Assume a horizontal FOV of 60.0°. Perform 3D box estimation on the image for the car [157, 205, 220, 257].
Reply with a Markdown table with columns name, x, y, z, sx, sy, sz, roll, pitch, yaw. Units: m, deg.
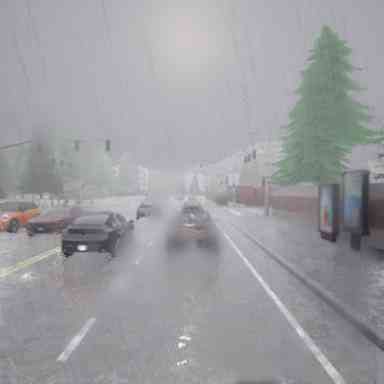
| name | x | y | z | sx | sy | sz | roll | pitch | yaw |
| --- | --- | --- | --- | --- | --- | --- | --- | --- | --- |
| car | 0.047 | 1.492 | 12.932 | 2.128 | 1.511 | 4.902 | 0 | 0 | 1 |

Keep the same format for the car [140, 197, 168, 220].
| name | x | y | z | sx | sy | sz | roll | pitch | yaw |
| --- | --- | --- | --- | --- | --- | --- | --- | --- | --- |
| car | -3.447 | 1.487 | 27.916 | 2.128 | 1.511 | 4.902 | 0 | 0 | 1 |

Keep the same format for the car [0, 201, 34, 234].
| name | x | y | z | sx | sy | sz | roll | pitch | yaw |
| --- | --- | --- | --- | --- | --- | --- | --- | --- | --- |
| car | -10.536 | 1.351 | 19.303 | 2.097 | 1.767 | 4.553 | 0 | 0 | 1 |

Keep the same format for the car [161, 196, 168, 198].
| name | x | y | z | sx | sy | sz | roll | pitch | yaw |
| --- | --- | --- | --- | --- | --- | --- | --- | --- | --- |
| car | -6.975 | 1.593 | 82.565 | 1.895 | 1.301 | 4.718 | 0 | 0 | 0 |

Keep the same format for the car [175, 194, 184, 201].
| name | x | y | z | sx | sy | sz | roll | pitch | yaw |
| --- | --- | --- | --- | --- | --- | --- | --- | --- | --- |
| car | -3.473 | 1.536 | 88.633 | 2.033 | 1.411 | 5.357 | 0 | 0 | 0 |

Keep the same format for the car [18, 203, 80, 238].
| name | x | y | z | sx | sy | sz | roll | pitch | yaw |
| --- | --- | --- | --- | --- | --- | --- | --- | --- | --- |
| car | -7.047 | 1.477 | 18.020 | 1.882 | 1.535 | 5.008 | 0 | 0 | 1 |

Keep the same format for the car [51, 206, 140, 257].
| name | x | y | z | sx | sy | sz | roll | pitch | yaw |
| --- | --- | --- | --- | --- | --- | --- | --- | --- | --- |
| car | -3.452 | 1.506 | 12.960 | 1.837 | 1.490 | 4.892 | 0 | 0 | 1 |

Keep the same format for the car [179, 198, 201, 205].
| name | x | y | z | sx | sy | sz | roll | pitch | yaw |
| --- | --- | --- | --- | --- | --- | --- | --- | --- | --- |
| car | 0.053 | 1.504 | 27.953 | 1.837 | 1.490 | 4.892 | 0 | 0 | 1 |

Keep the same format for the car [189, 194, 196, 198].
| name | x | y | z | sx | sy | sz | roll | pitch | yaw |
| --- | --- | --- | --- | --- | --- | --- | --- | --- | --- |
| car | 0.027 | 1.547 | 88.895 | 1.994 | 1.385 | 4.181 | 0 | 0 | 0 |

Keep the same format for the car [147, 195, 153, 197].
| name | x | y | z | sx | sy | sz | roll | pitch | yaw |
| --- | --- | --- | --- | --- | --- | --- | --- | --- | --- |
| car | -10.475 | 1.522 | 82.596 | 1.812 | 1.442 | 4.674 | 0 | 0 | 0 |
